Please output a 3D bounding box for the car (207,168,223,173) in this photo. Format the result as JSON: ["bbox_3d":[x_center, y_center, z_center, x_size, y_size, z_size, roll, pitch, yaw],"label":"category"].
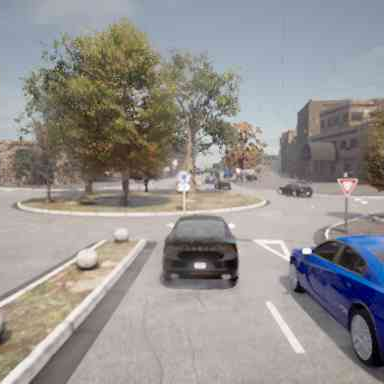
[{"bbox_3d":[5.707,-4.282,82.578,2.150,2.045,5.566,1,5,9],"label":"car"}]

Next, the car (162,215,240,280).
[{"bbox_3d":[0.283,1.399,9.833,1.882,1.535,5.008,0,2,2],"label":"car"}]

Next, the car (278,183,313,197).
[{"bbox_3d":[11.416,-0.276,37.036,1.837,1.490,4.892,-1,4,-16],"label":"car"}]

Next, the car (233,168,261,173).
[{"bbox_3d":[14.087,-4.546,85.281,5.566,2.045,2.435,1,5,10],"label":"car"}]

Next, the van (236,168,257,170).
[{"bbox_3d":[13.500,-4.277,82.609,4.442,1.987,1.878,1,5,9],"label":"van"}]

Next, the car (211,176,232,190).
[{"bbox_3d":[4.511,-1.141,49.574,1.837,1.490,4.892,0,4,-6],"label":"car"}]

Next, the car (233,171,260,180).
[{"bbox_3d":[12.709,-3.560,77.196,4.892,1.521,2.231,1,5,9],"label":"car"}]

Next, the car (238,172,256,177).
[{"bbox_3d":[14.982,-4.742,90.552,4.674,1.452,2.002,1,5,11],"label":"car"}]

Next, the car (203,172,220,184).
[{"bbox_3d":[3.579,-2.466,63.558,2.097,1.767,4.553,0,5,0],"label":"car"}]

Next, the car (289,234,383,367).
[{"bbox_3d":[3.168,1.477,5.811,1.882,1.535,5.008,0,1,0],"label":"car"}]

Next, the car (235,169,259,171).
[{"bbox_3d":[13.196,-3.930,79.885,4.553,1.767,2.185,1,5,9],"label":"car"}]

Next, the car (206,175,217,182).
[{"bbox_3d":[4.249,-3.060,73.114,1.895,1.301,4.718,1,5,9],"label":"car"}]

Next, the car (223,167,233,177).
[{"bbox_3d":[9.811,-4.857,88.826,2.150,2.045,5.566,1,5,10],"label":"car"}]
